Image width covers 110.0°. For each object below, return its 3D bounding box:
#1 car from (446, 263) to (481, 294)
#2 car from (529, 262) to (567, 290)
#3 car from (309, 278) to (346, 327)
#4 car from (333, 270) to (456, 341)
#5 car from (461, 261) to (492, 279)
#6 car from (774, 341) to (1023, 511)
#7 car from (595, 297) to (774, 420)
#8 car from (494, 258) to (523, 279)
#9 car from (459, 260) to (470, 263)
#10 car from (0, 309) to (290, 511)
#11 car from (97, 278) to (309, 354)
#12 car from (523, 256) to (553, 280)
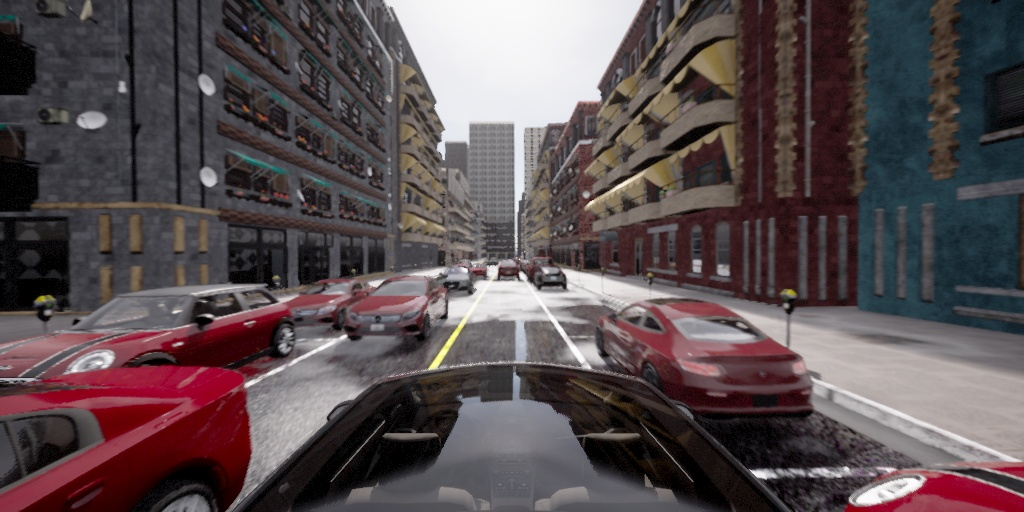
[{"bbox_3d":[-3.044,1.319,20.044,1.994,1.385,4.181,0,0,-1],"label":"car"},{"bbox_3d":[2.333,1.281,22.345,1.948,1.339,4.313,0,0,-1],"label":"car"},{"bbox_3d":[-5.408,1.362,11.127,1.802,1.307,4.207,0,0,-1],"label":"car"},{"bbox_3d":[-2.935,1.289,10.102,1.812,1.442,4.674,0,0,0],"label":"car"},{"bbox_3d":[-3.143,1.345,32.550,1.895,1.301,4.718,0,0,0],"label":"car"},{"bbox_3d":[2.620,1.173,0.151,1.967,1.591,4.097,0,0,-1],"label":"car"},{"bbox_3d":[2.546,1.311,5.700,1.802,1.307,4.207,0,0,-1],"label":"car"},{"bbox_3d":[-0.298,1.202,31.707,1.882,1.535,5.008,0,0,0],"label":"car"},{"bbox_3d":[-5.826,1.191,44.419,1.967,1.591,4.097,0,0,-1],"label":"car"},{"bbox_3d":[-2.810,1.249,0.553,1.882,1.535,5.008,0,0,-1],"label":"car"},{"bbox_3d":[-5.338,1.224,5.578,1.967,1.591,4.097,0,0,-1],"label":"car"},{"bbox_3d":[2.263,1.025,27.893,2.192,1.841,5.009,0,0,-1],"label":"car"}]
